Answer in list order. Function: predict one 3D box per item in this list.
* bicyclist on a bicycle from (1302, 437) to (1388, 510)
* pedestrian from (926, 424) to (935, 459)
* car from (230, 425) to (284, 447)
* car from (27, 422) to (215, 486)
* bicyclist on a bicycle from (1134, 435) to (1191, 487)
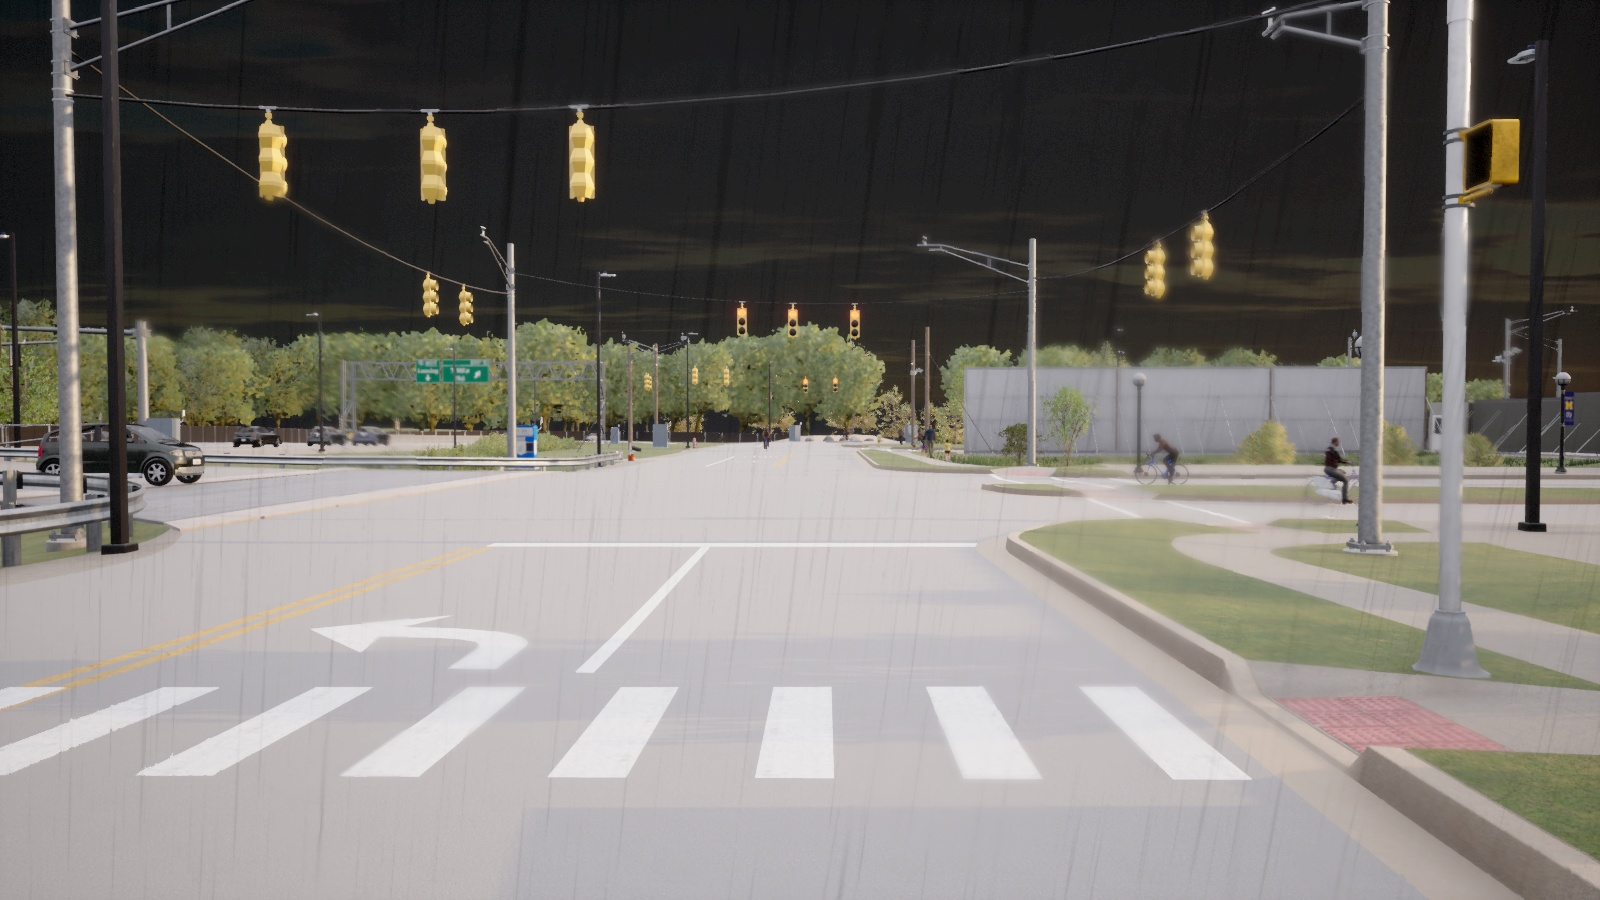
[{"bbox_3d":[13.695,0.583,31.569,1.843,1.776,0.659,1,1,0],"label":"bicyclist on a bicycle"},{"bbox_3d":[7.033,-0.477,67.617,0.402,1.842,0.726,0,2,1],"label":"pedestrian"},{"bbox_3d":[-36.901,-0.937,85.476,1.816,1.474,4.193,0,1,1],"label":"car"},{"bbox_3d":[-16.831,0.080,31.250,3.705,1.549,1.789,0,1,1],"label":"car"},{"bbox_3d":[11.429,0.329,39.639,1.656,1.620,0.582,1,1,11],"label":"bicyclist on a bicycle"}]
